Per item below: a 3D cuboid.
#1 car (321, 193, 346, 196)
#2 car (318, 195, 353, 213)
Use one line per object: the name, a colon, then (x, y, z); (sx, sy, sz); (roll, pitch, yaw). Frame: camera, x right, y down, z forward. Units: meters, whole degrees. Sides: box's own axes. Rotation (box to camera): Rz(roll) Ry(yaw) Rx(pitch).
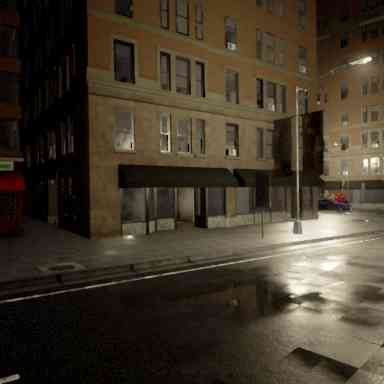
car: (16.650, 1.085, 41.007); (2.192, 1.841, 5.009); (0, 1, -44)
car: (14.402, 1.398, 35.045); (1.812, 1.442, 4.674); (-1, 1, -43)
